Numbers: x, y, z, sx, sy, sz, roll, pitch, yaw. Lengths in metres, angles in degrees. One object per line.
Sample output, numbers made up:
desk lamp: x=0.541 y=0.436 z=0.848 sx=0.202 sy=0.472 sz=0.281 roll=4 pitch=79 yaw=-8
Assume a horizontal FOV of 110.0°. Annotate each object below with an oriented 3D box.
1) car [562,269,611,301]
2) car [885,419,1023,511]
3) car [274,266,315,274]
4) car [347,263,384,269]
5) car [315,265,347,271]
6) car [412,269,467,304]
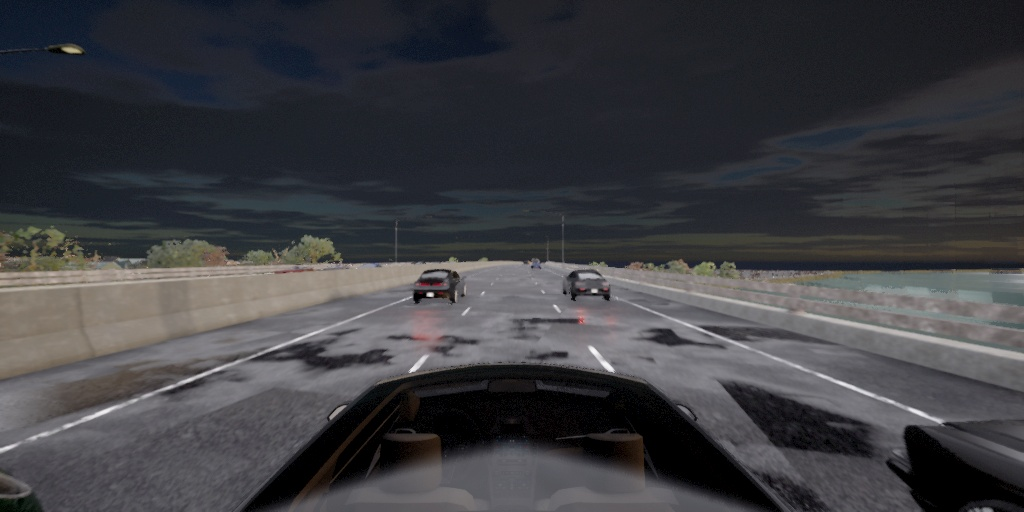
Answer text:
car: x=3.678 y=1.400 z=18.212 sx=1.812 sy=1.442 sz=4.674 roll=0 pitch=0 yaw=1
car: x=3.604 y=1.346 z=0.370 sx=1.895 sy=1.301 sz=4.718 roll=0 pitch=0 yaw=0
car: x=-20.773 y=1.587 z=34.825 sx=1.895 sy=1.301 sz=4.718 roll=0 pitch=0 yaw=1
car: x=-13.768 y=1.472 z=34.973 sx=1.882 sy=1.535 sz=5.008 roll=0 pitch=-1 yaw=1
car: x=-17.248 y=1.563 z=35.773 sx=1.994 sy=1.385 sz=4.181 roll=0 pitch=-1 yaw=1
car: x=-3.332 y=1.363 z=17.134 sx=1.837 sy=1.490 sz=4.892 roll=0 pitch=0 yaw=0
